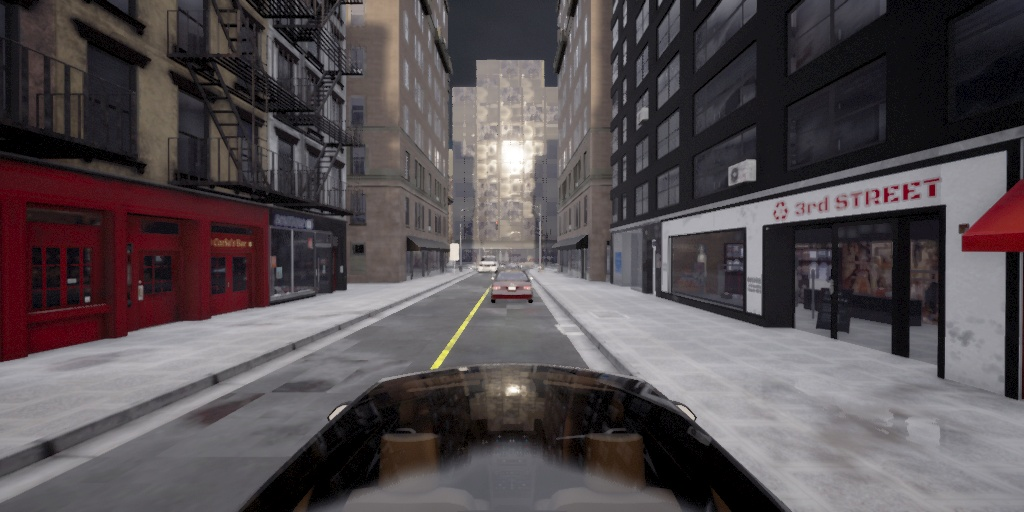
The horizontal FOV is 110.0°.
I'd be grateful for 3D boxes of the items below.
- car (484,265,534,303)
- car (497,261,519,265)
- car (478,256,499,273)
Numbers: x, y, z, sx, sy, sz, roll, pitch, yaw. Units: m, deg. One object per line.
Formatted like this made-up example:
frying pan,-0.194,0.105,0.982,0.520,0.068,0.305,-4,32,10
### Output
car,-0.001,1.302,16.500,2.033,1.411,5.357,0,0,0
car,0.000,1.285,31.499,1.994,1.385,4.181,0,0,0
car,-2.750,1.017,42.469,2.150,2.045,5.566,0,0,0
